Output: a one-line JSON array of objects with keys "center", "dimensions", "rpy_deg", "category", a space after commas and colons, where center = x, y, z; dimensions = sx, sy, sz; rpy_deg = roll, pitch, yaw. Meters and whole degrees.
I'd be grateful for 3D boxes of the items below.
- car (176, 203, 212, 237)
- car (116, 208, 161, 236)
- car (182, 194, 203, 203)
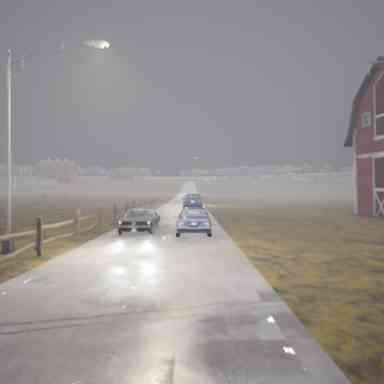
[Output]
[{"center": [0.097, 1.535, 18.109], "dimensions": [2.033, 1.411, 5.357], "rpy_deg": [0, 0, 0], "category": "car"}, {"center": [-2.854, 1.588, 18.599], "dimensions": [1.895, 1.301, 4.718], "rpy_deg": [0, 0, 0], "category": "car"}, {"center": [0.084, 1.189, 37.942], "dimensions": [2.150, 2.045, 5.566], "rpy_deg": [0, 0, 0], "category": "car"}]
